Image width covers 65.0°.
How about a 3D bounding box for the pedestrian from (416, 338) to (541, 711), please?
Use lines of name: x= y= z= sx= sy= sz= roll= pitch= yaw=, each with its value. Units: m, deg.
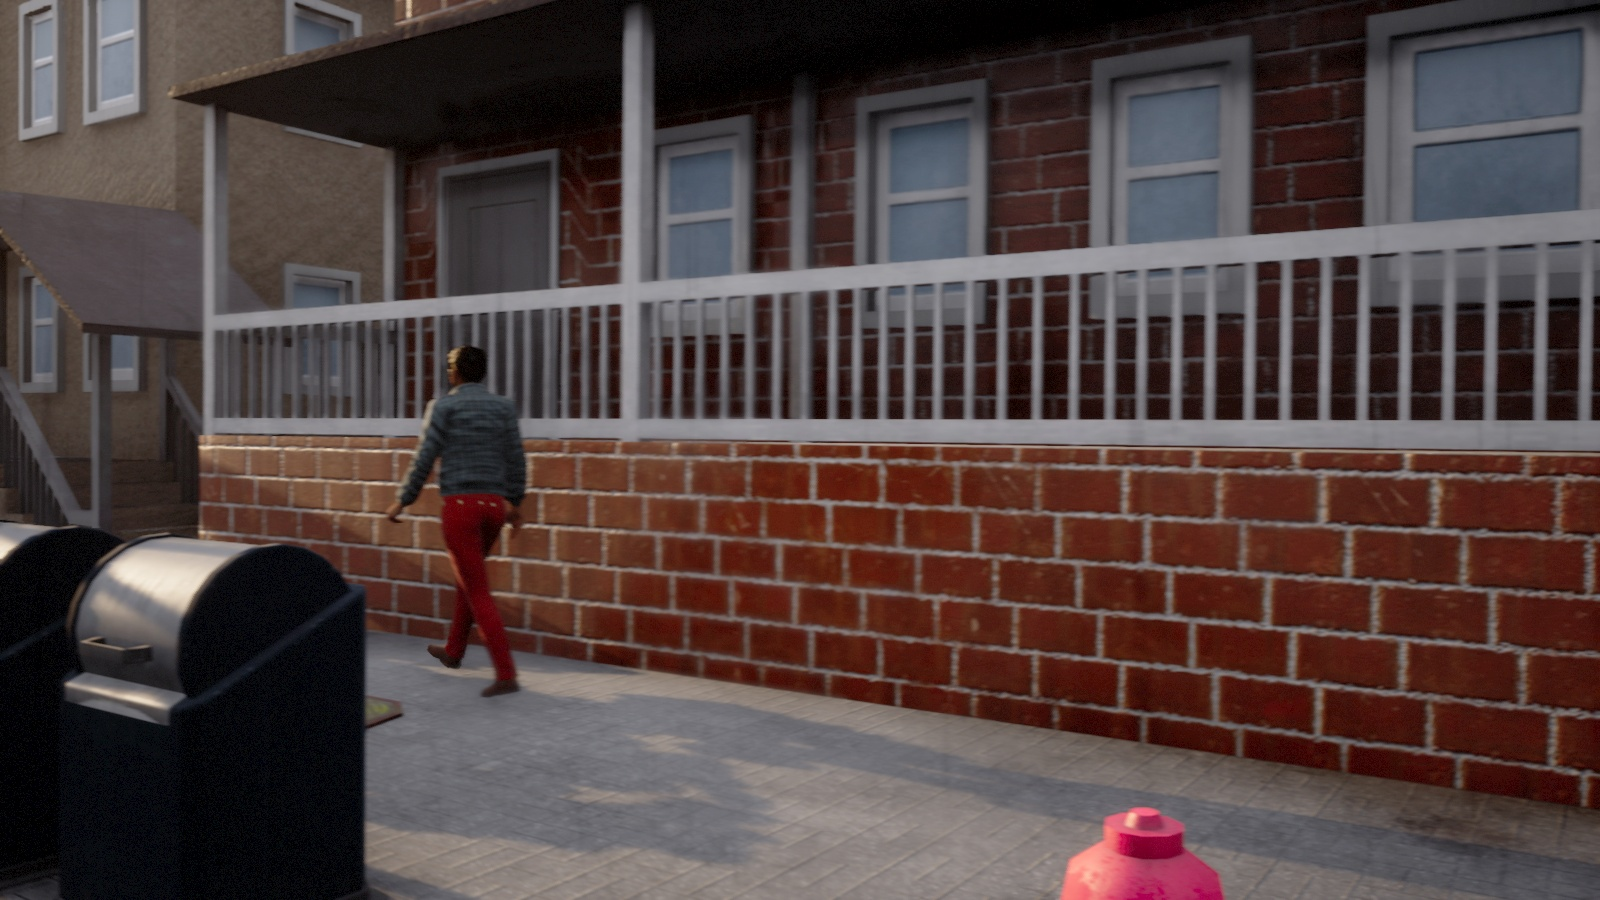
pedestrian: x=-1.681 y=0.367 z=6.553 sx=0.353 sy=1.847 sz=0.614 roll=-1 pitch=1 yaw=-44
